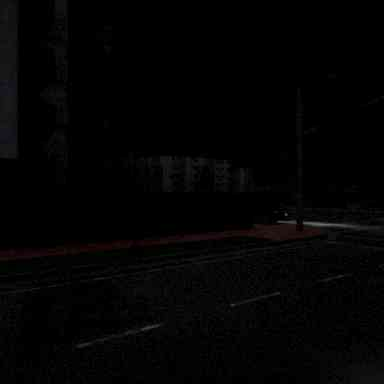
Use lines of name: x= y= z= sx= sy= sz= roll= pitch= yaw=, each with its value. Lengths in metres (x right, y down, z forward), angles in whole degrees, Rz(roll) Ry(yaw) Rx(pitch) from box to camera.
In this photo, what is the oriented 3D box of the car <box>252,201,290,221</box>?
car: x=5.728 y=1.489 z=27.436 sx=2.128 sy=1.511 sz=4.902 roll=0 pitch=0 yaw=-37
